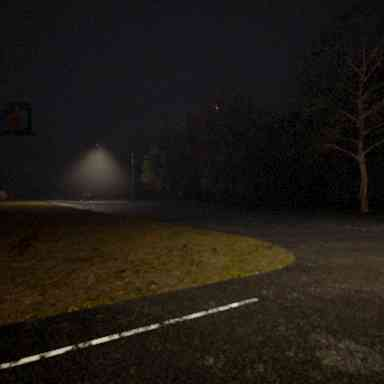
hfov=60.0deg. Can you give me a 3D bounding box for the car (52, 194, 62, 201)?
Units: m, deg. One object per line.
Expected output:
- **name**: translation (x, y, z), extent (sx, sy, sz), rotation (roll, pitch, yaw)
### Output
- **car**: translation (-28.777, 1.081, 70.827), extent (2.033, 1.411, 5.357), rotation (0, 0, -27)

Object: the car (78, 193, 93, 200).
- **car**: translation (-23.536, 0.905, 73.402), extent (2.097, 1.767, 4.553), rotation (0, 0, -34)
